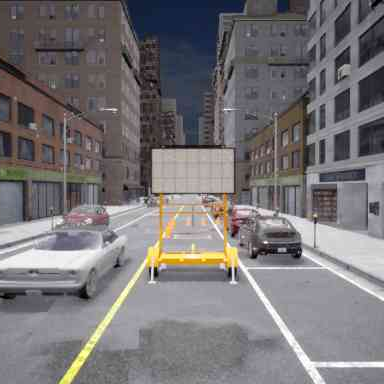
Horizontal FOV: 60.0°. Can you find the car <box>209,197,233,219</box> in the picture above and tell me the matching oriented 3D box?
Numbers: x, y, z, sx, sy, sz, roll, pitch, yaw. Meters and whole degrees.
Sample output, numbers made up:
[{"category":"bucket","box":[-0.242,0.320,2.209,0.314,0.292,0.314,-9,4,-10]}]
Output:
[{"category":"car","box":[2.798,1.446,28.940,1.967,1.590,4.097,-1,0,0]}]

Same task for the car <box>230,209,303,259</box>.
[{"category":"car","box":[2.773,1.551,12.424,2.008,1.369,4.403,-1,0,0]}]

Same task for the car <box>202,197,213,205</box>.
[{"category":"car","box":[2.854,1.575,61.971,1.887,1.381,4.507,-1,0,0]}]

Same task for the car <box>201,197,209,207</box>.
[{"category":"car","box":[2.836,1.586,50.961,1.947,1.339,4.313,-1,0,0]}]

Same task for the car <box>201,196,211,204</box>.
[{"category":"car","box":[2.862,1.580,67.476,1.887,1.381,4.507,-1,0,0]}]

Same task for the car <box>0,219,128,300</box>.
[{"category":"car","box":[-2.986,1.600,8.481,1.895,1.301,4.718,0,0,0]}]

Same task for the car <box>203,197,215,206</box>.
[{"category":"car","box":[2.845,1.570,56.465,1.887,1.381,4.507,-1,0,0]}]

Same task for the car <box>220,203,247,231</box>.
[{"category":"car","box":[2.782,1.546,17.930,1.887,1.381,4.507,-1,0,0]}]

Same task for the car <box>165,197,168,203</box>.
[{"category":"car","box":[-5.680,1.591,56.480,1.947,1.339,4.313,-1,0,0]}]

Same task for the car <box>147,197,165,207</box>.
[{"category":"car","box":[-5.691,1.460,50.975,1.967,1.590,4.097,-1,0,0]}]

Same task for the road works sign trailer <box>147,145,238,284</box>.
[{"category":"road works sign trailer","box":[0.028,0.464,9.567,2.380,3.560,2.880,0,0,0]}]

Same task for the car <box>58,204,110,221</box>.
[{"category":"car","box":[-5.744,1.441,17.944,1.967,1.590,4.097,-1,0,0]}]

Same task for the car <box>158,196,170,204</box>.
[{"category":"car","box":[-5.662,1.579,67.491,1.887,1.381,4.507,-1,0,0]}]

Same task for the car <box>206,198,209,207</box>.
[{"category":"car","box":[2.809,1.553,34.445,1.887,1.381,4.507,-1,0,0]}]
